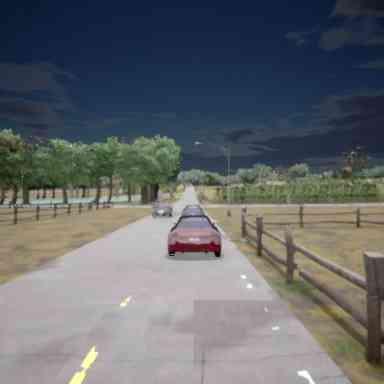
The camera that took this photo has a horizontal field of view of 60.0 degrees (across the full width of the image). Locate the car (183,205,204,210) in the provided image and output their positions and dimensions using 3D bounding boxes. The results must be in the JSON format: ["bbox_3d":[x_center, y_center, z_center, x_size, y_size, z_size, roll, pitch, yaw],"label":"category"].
[{"bbox_3d":[0.094,1.782,29.150,1.994,1.385,4.181,0,-1,0],"label":"car"}]

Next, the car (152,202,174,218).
[{"bbox_3d":[-2.846,1.756,33.012,2.128,1.511,4.902,0,-1,0],"label":"car"}]

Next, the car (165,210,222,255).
[{"bbox_3d":[0.093,1.615,13.452,1.994,1.385,4.181,0,0,0],"label":"car"}]
